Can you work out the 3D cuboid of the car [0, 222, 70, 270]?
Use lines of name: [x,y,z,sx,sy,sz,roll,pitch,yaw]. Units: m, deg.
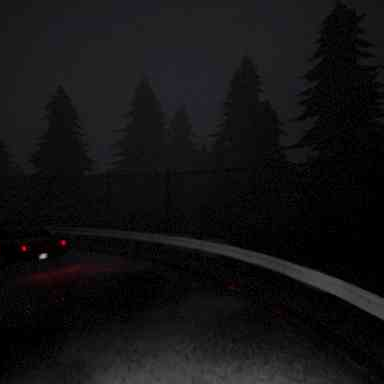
car: [-6.376,1.663,11.278,4.718,1.301,1.895,0,0,33]
